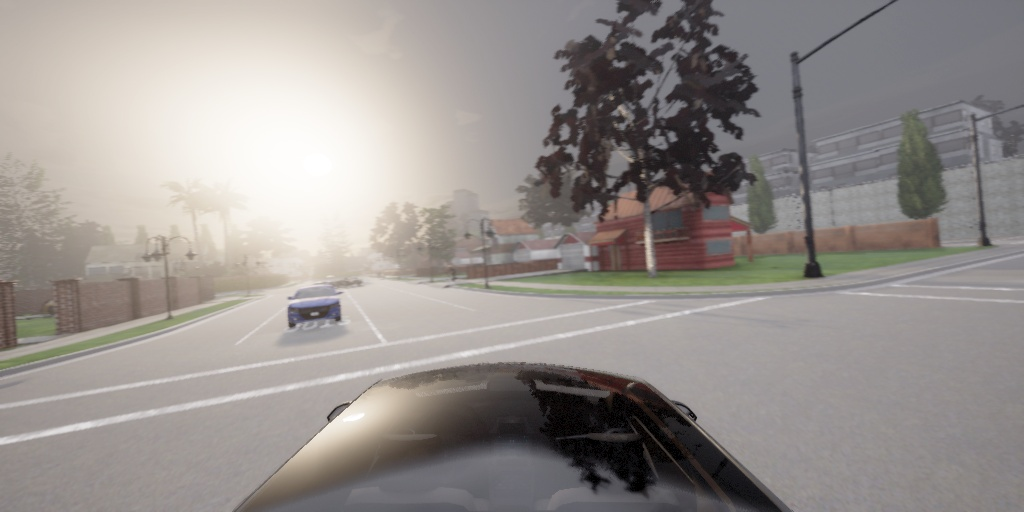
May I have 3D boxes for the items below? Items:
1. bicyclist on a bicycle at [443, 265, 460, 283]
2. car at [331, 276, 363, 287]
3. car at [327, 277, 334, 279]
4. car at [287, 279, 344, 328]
[{"bbox_3d":[-5.650,1.673,33.270,1.656,1.620,0.582,-4,0,-27],"label":"bicyclist on a bicycle"},{"bbox_3d":[-21.823,3.428,47.744,4.718,1.301,1.895,-5,-1,42],"label":"car"},{"bbox_3d":[-14.029,2.601,26.712,2.033,1.411,5.357,-4,-1,-27],"label":"car"},{"bbox_3d":[-8.583,2.021,15.778,1.882,1.535,5.008,-4,0,-27],"label":"car"}]
